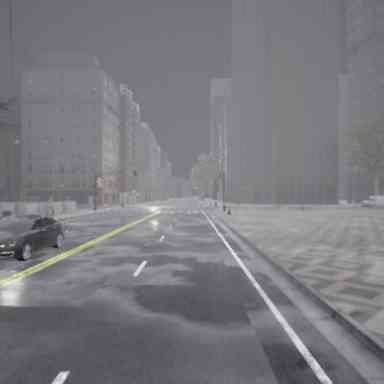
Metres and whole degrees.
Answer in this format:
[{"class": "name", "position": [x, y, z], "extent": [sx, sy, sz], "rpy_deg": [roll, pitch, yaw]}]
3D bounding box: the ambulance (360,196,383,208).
[{"class": "ambulance", "position": [37.396, 1.932, 67.170], "extent": [6.366, 2.431, 2.351], "rpy_deg": [0, 0, -7]}]

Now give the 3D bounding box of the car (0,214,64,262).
[{"class": "car", "position": [-6.589, 1.677, 12.952], "extent": [1.837, 1.490, 4.892], "rpy_deg": [0, -1, 0]}]
